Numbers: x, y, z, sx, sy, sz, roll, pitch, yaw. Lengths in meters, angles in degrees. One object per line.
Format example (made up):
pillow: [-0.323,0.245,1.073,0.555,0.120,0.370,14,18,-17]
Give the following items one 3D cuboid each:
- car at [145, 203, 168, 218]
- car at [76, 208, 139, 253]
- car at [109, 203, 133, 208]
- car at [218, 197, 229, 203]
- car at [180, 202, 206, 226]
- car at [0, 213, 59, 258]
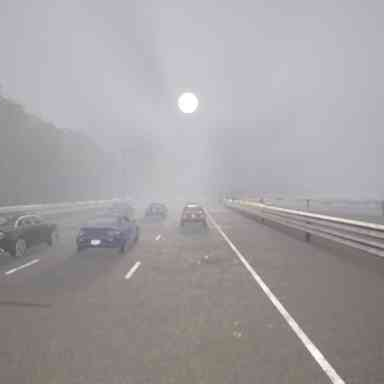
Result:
car: [-3.404,1.730,32.454,2.033,1.411,5.357,0,0,0]
car: [-3.415,1.614,14.052,1.812,1.442,4.674,0,0,0]
car: [-6.903,1.729,32.417,2.033,1.411,5.357,0,0,0]
car: [7.251,1.888,76.794,1.994,1.385,4.181,0,-1,-9]
car: [0.095,1.695,25.007,2.033,1.411,5.357,0,0,0]
car: [-6.903,1.574,13.047,2.128,1.511,4.902,0,0,0]
